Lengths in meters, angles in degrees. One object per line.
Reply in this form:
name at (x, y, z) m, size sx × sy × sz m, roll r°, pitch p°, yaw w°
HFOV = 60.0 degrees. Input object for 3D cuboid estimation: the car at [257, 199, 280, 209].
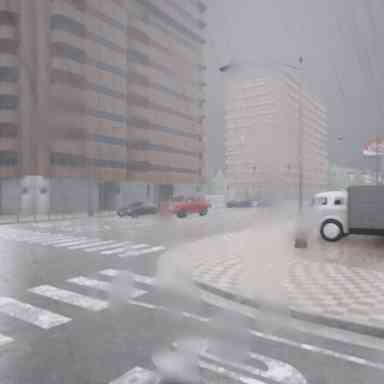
car at (10.650, 1.631, 46.230) m, size 1.994 × 1.385 × 4.181 m, roll 0°, pitch 0°, yaw 36°

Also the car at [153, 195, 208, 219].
car at (-0.642, 1.288, 30.529) m, size 2.150 × 2.045 × 5.566 m, roll 0°, pitch 0°, yaw 35°

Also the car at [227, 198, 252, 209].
car at (6.667, 1.545, 46.708) m, size 1.882 × 1.535 × 5.008 m, roll 0°, pitch 0°, yaw 36°

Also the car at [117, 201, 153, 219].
car at (-4.782, 1.593, 30.719) m, size 1.812 × 1.442 × 4.674 m, roll 0°, pitch 0°, yaw 36°
